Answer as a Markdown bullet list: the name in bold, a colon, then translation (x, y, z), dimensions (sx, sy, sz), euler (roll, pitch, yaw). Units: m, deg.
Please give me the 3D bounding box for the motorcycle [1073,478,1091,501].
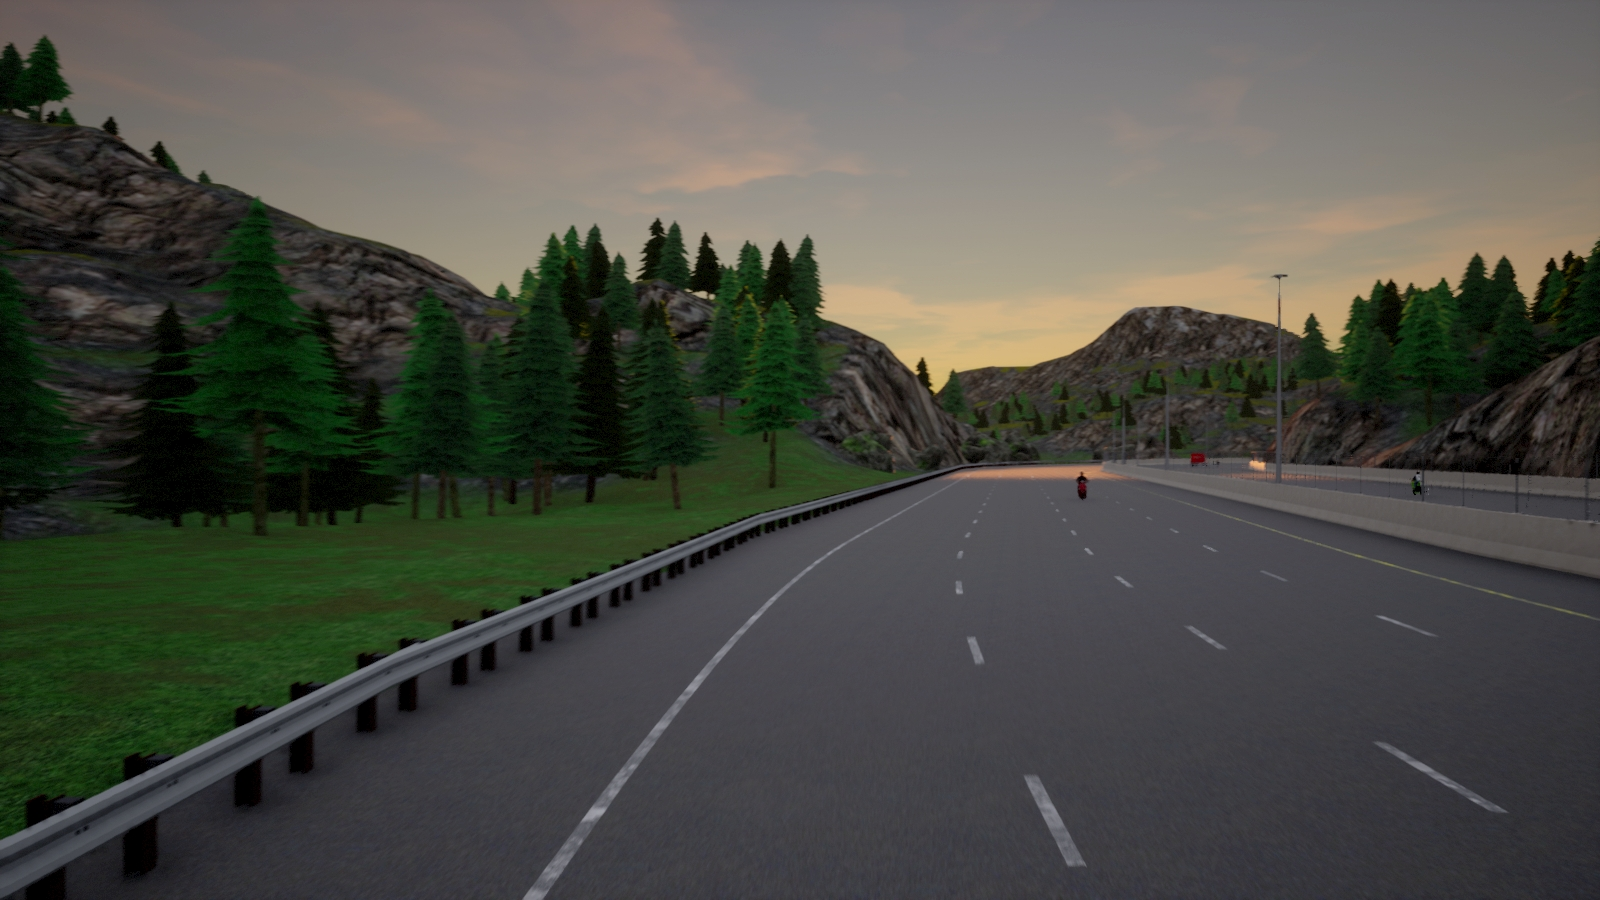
- **motorcycle**: translation (15.864, 2.210, 64.265), dimensions (0.856, 1.236, 1.805), euler (0, 0, 11)
